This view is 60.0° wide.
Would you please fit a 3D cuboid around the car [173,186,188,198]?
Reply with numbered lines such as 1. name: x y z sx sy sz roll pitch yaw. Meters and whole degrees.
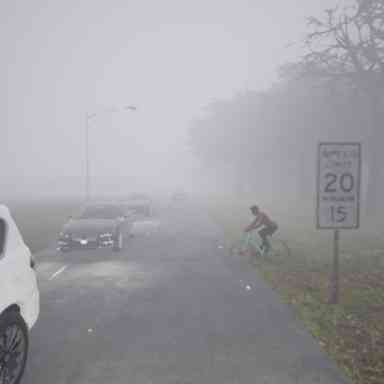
1. car: -1.828 -0.029 50.279 2.097 1.767 4.553 0 1 -3

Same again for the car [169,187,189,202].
1. car: -1.406 0.457 39.521 1.994 1.385 4.181 0 2 -2

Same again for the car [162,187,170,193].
1. car: -5.648 -0.519 74.809 1.895 1.301 4.718 0 1 -2

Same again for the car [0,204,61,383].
1. car: -2.885 1.171 1.839 2.150 2.045 5.566 0 2 -2

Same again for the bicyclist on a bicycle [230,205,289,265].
1. bicyclist on a bicycle: 1.835 1.186 8.996 1.656 1.620 0.582 0 2 -2

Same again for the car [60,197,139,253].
1. car: -3.272 1.153 12.182 1.837 1.490 4.892 0 2 -2

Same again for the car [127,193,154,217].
1. car: -3.684 0.825 23.026 1.882 1.535 5.008 0 2 -2
